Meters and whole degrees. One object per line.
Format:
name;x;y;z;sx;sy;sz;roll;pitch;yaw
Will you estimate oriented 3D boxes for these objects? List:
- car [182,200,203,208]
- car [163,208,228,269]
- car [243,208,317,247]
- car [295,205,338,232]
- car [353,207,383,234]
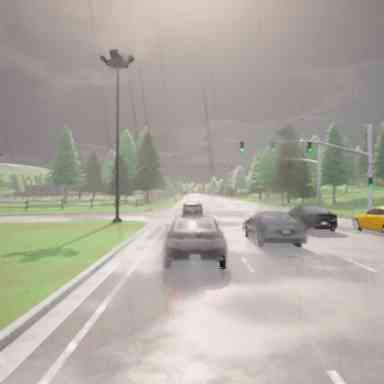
car;0.066;1.553;32.060;2.128;1.511;4.902;0;0;0
car;0.089;1.514;11.242;2.128;1.511;4.902;0;0;0
car;3.584;1.577;15.185;2.033;1.411;5.357;0;0;0
car;7.084;1.516;20.303;1.882;1.535;5.008;0;0;0
car;10.584;1.511;17.948;1.882;1.535;5.008;0;0;0
